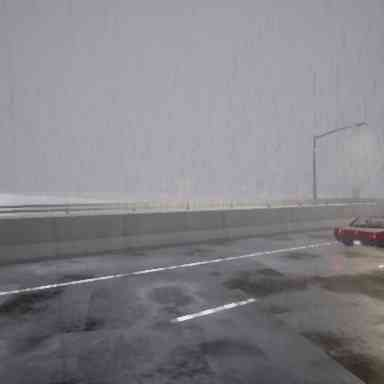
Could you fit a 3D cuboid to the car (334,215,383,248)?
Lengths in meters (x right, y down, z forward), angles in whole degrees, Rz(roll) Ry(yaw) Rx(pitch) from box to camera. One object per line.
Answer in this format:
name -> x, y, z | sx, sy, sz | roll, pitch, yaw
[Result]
car -> 8.069, 1.624, 13.847 | 4.718, 1.301, 1.895 | 0, 0, -35
